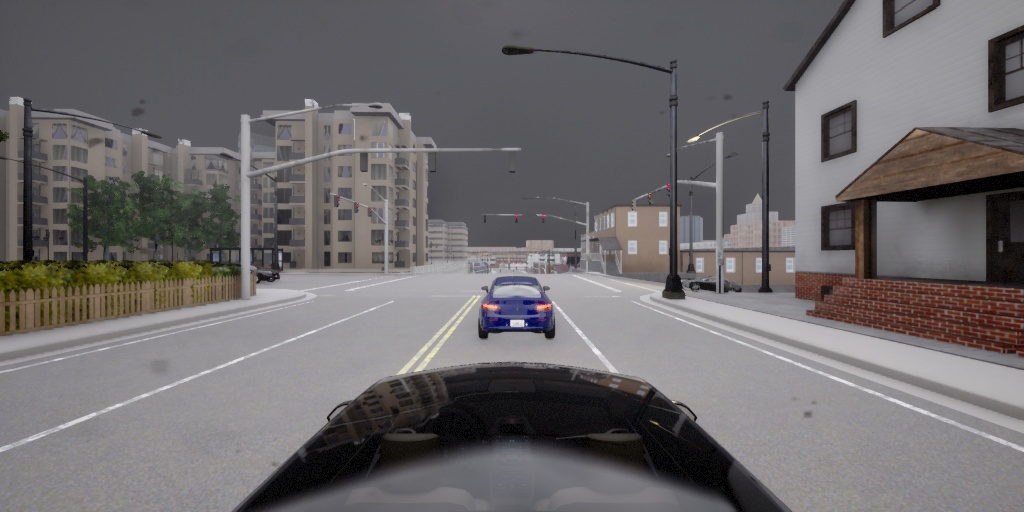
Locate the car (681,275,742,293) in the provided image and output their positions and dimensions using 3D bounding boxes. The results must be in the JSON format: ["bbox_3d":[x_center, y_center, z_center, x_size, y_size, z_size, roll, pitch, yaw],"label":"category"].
[{"bbox_3d":[16.309,2.363,29.664,4.902,1.511,2.128,8,0,1],"label":"car"}]

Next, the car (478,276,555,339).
[{"bbox_3d":[0.107,1.276,9.985,1.812,1.442,4.674,0,0,0],"label":"car"}]

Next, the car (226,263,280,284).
[{"bbox_3d":[-19.822,1.255,26.475,4.892,1.490,1.837,0,0,1],"label":"car"}]
